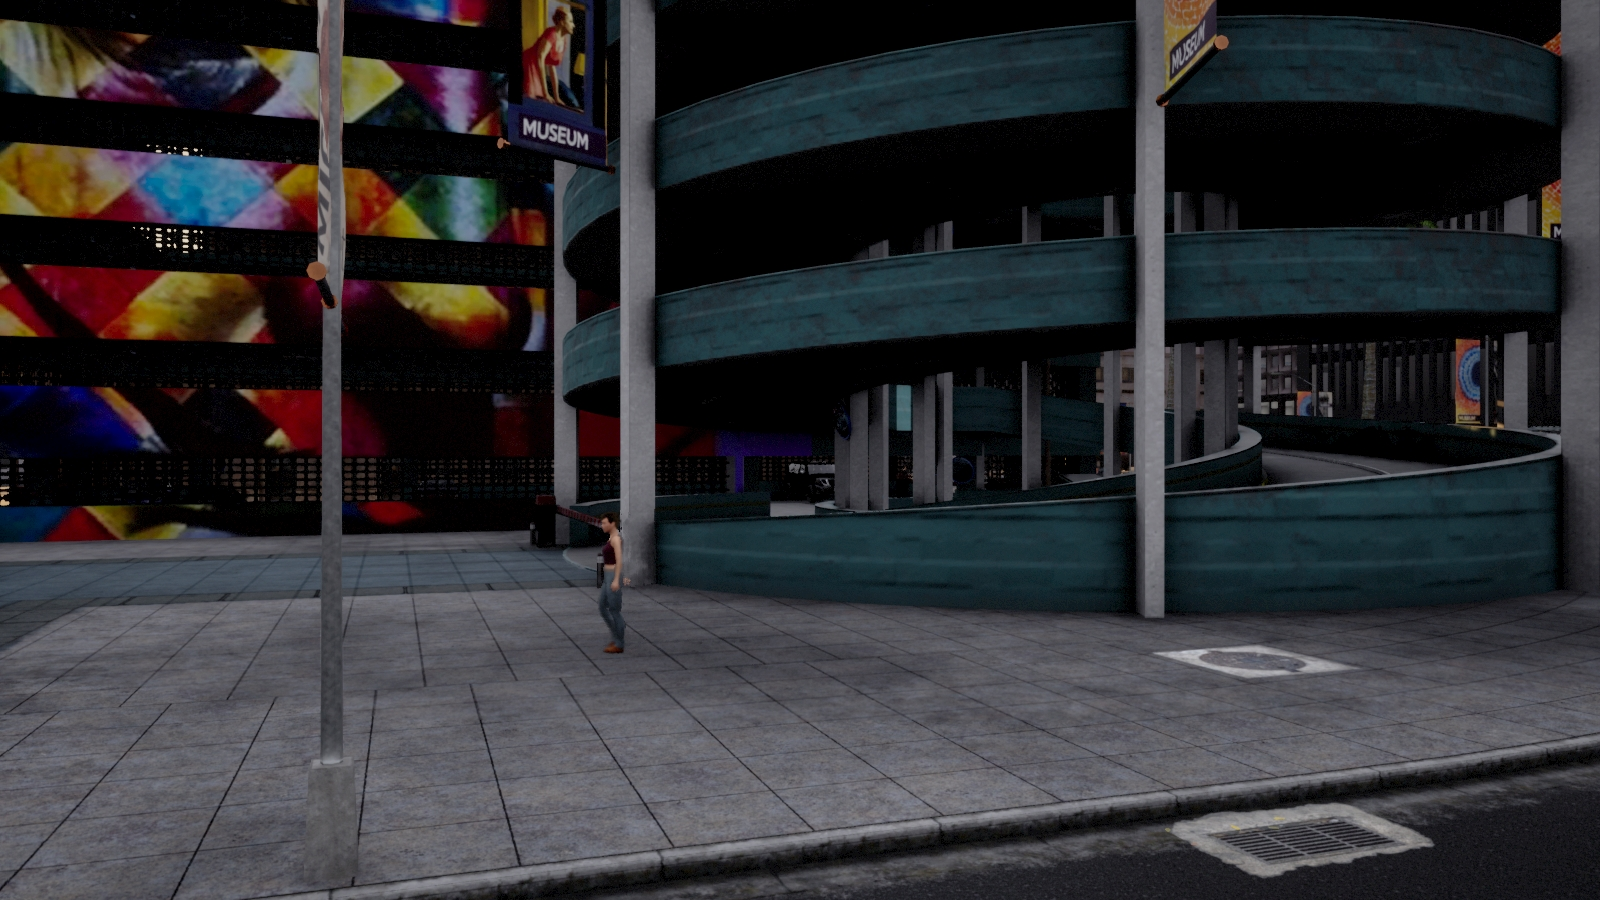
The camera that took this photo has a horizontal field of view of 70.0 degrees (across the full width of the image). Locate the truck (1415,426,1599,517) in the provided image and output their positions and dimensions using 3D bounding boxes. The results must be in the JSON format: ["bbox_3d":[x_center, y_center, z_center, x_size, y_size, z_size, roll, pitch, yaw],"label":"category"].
[{"bbox_3d":[32.792,0.890,52.527,2.891,3.827,8.468,0,0,-16],"label":"truck"}]

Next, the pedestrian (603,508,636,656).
[{"bbox_3d":[-2.337,1.696,14.788,0.375,1.860,0.375,0,0,-16],"label":"pedestrian"}]
